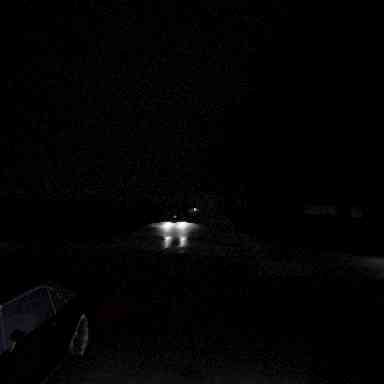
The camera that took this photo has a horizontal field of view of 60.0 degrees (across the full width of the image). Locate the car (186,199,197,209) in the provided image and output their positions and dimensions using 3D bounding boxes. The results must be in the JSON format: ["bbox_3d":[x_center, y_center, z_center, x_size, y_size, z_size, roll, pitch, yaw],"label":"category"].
[{"bbox_3d":[-0.088,1.872,54.309,2.033,1.411,5.357,0,0,3],"label":"car"}]

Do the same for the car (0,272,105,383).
[{"bbox_3d":[-2.472,1.643,3.290,1.895,1.301,4.718,0,-1,3],"label":"car"}]

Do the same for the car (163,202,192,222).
[{"bbox_3d":[-1.291,1.798,28.665,1.994,1.385,4.181,0,0,3],"label":"car"}]
